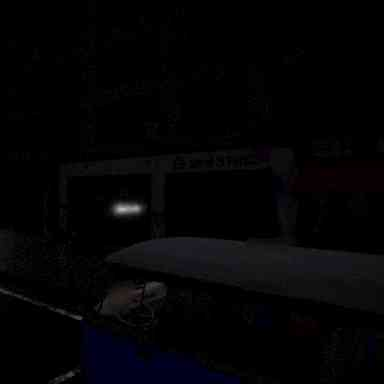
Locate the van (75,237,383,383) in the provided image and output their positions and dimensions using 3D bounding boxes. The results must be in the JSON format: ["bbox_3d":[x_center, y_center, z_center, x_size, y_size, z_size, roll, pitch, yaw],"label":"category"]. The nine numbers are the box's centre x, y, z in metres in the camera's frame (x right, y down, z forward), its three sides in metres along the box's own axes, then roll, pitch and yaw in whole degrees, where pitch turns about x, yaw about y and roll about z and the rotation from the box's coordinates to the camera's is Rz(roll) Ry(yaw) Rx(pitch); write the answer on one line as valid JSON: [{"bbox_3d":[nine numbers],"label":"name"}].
[{"bbox_3d":[0.829,1.341,2.485,3.998,1.788,1.690,0,0,36],"label":"van"}]
